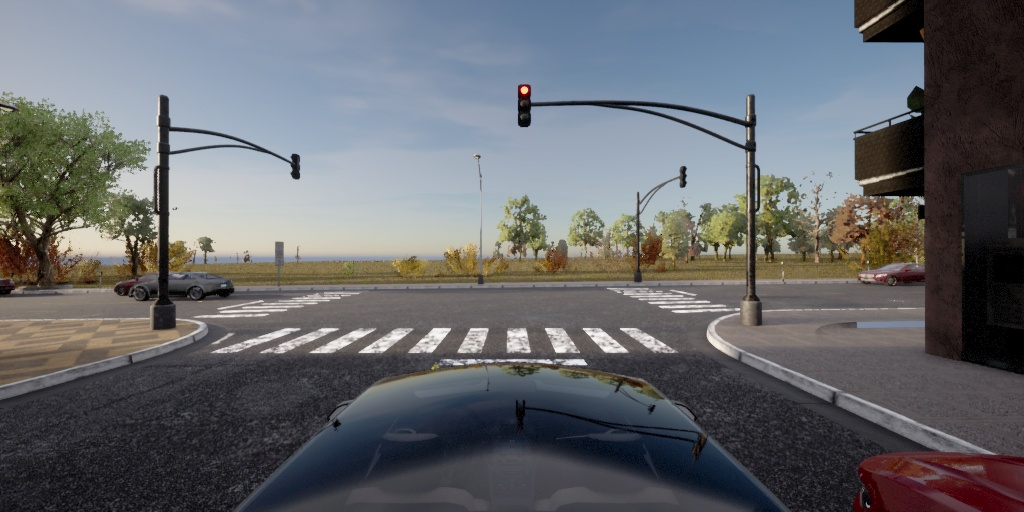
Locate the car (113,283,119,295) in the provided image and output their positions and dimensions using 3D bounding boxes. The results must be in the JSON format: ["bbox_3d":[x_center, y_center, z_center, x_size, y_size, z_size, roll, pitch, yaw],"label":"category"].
[{"bbox_3d":[-20.556,1.574,20.937,4.207,1.307,1.802,0,0,0],"label":"car"}]

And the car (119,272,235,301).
[{"bbox_3d":[-16.717,1.501,18.275,4.181,1.385,1.994,-1,0,0],"label":"car"}]

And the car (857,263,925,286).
[{"bbox_3d":[22.951,1.055,21.144,4.207,1.307,1.802,0,0,0],"label":"car"}]

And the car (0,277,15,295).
[{"bbox_3d":[-31.639,1.707,20.815,4.207,1.307,1.802,0,0,0],"label":"car"}]
